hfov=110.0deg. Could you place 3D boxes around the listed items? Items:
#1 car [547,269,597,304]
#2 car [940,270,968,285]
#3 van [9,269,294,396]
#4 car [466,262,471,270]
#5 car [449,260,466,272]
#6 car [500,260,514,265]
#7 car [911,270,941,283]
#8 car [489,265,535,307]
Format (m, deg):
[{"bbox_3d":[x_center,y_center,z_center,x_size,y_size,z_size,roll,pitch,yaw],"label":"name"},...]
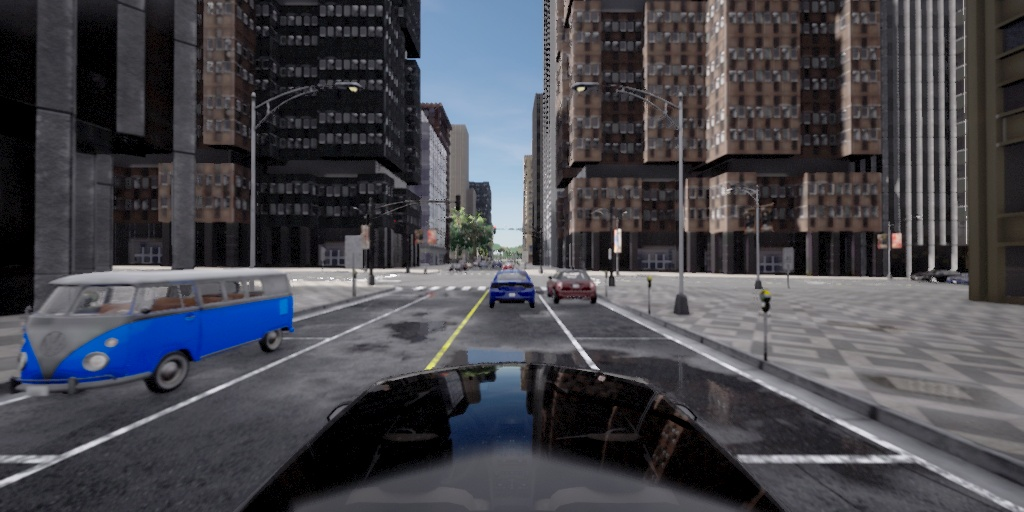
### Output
[{"bbox_3d":[2.761,1.335,17.335,1.967,1.591,4.097,0,0,0],"label":"car"},{"bbox_3d":[49.006,2.368,37.528,5.357,1.411,2.033,1,0,0],"label":"car"},{"bbox_3d":[-5.763,1.135,6.450,1.690,1.789,3.998,0,0,0],"label":"van"},{"bbox_3d":[-9.162,1.667,64.099,2.192,1.841,5.009,0,0,0],"label":"car"},{"bbox_3d":[-9.128,1.856,58.673,1.948,1.339,4.313,0,0,0],"label":"car"},{"bbox_3d":[-0.603,1.730,58.725,1.967,1.591,4.097,0,0,0],"label":"car"},{"bbox_3d":[48.500,2.319,40.780,5.008,1.535,1.882,1,0,0],"label":"car"},{"bbox_3d":[0.005,1.364,16.330,1.882,1.535,5.008,0,0,0],"label":"car"}]
